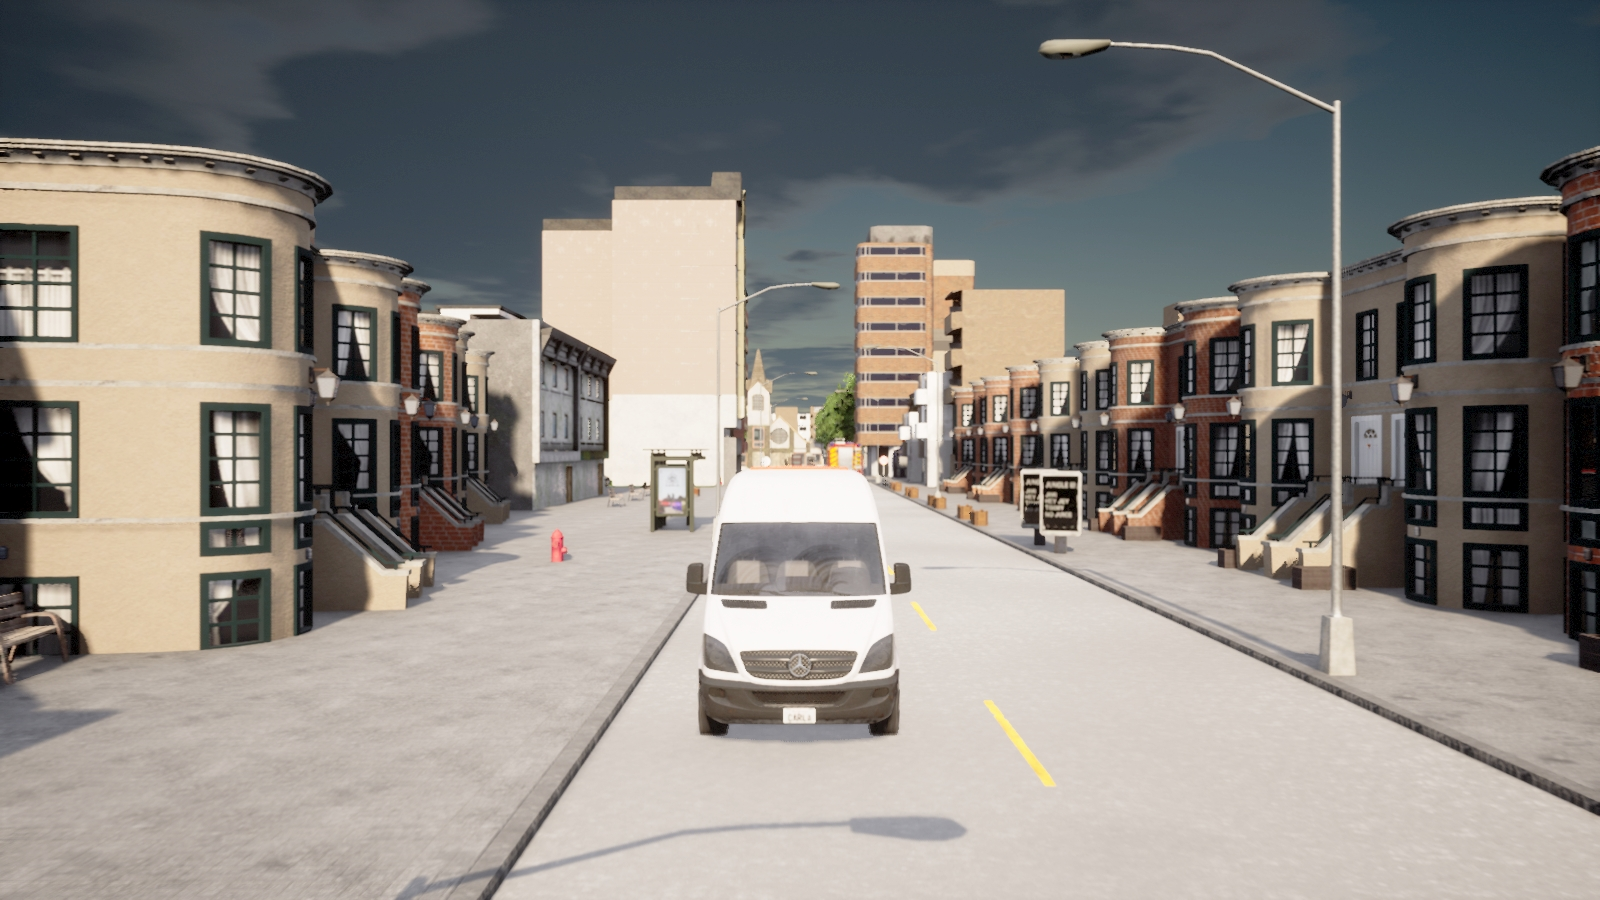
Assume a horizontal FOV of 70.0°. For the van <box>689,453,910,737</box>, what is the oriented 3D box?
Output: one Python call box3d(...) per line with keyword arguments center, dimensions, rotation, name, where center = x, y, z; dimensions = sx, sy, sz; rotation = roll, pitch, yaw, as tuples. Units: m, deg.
box3d(center=(-0.008, 1.315, 13.256), dimensions=(1.988, 2.561, 5.915), rotation=(0, 0, 0), name="van")
